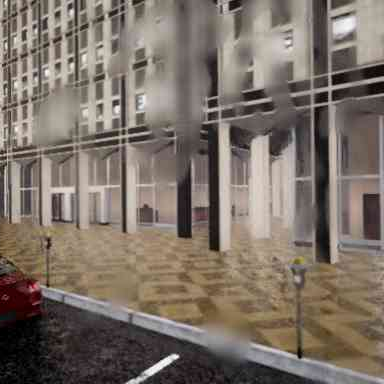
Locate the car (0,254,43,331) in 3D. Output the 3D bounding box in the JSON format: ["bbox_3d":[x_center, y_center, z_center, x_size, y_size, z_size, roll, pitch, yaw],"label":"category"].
[{"bbox_3d":[-4.335,1.656,5.968,4.206,1.307,1.802,-1,0,36],"label":"car"}]
